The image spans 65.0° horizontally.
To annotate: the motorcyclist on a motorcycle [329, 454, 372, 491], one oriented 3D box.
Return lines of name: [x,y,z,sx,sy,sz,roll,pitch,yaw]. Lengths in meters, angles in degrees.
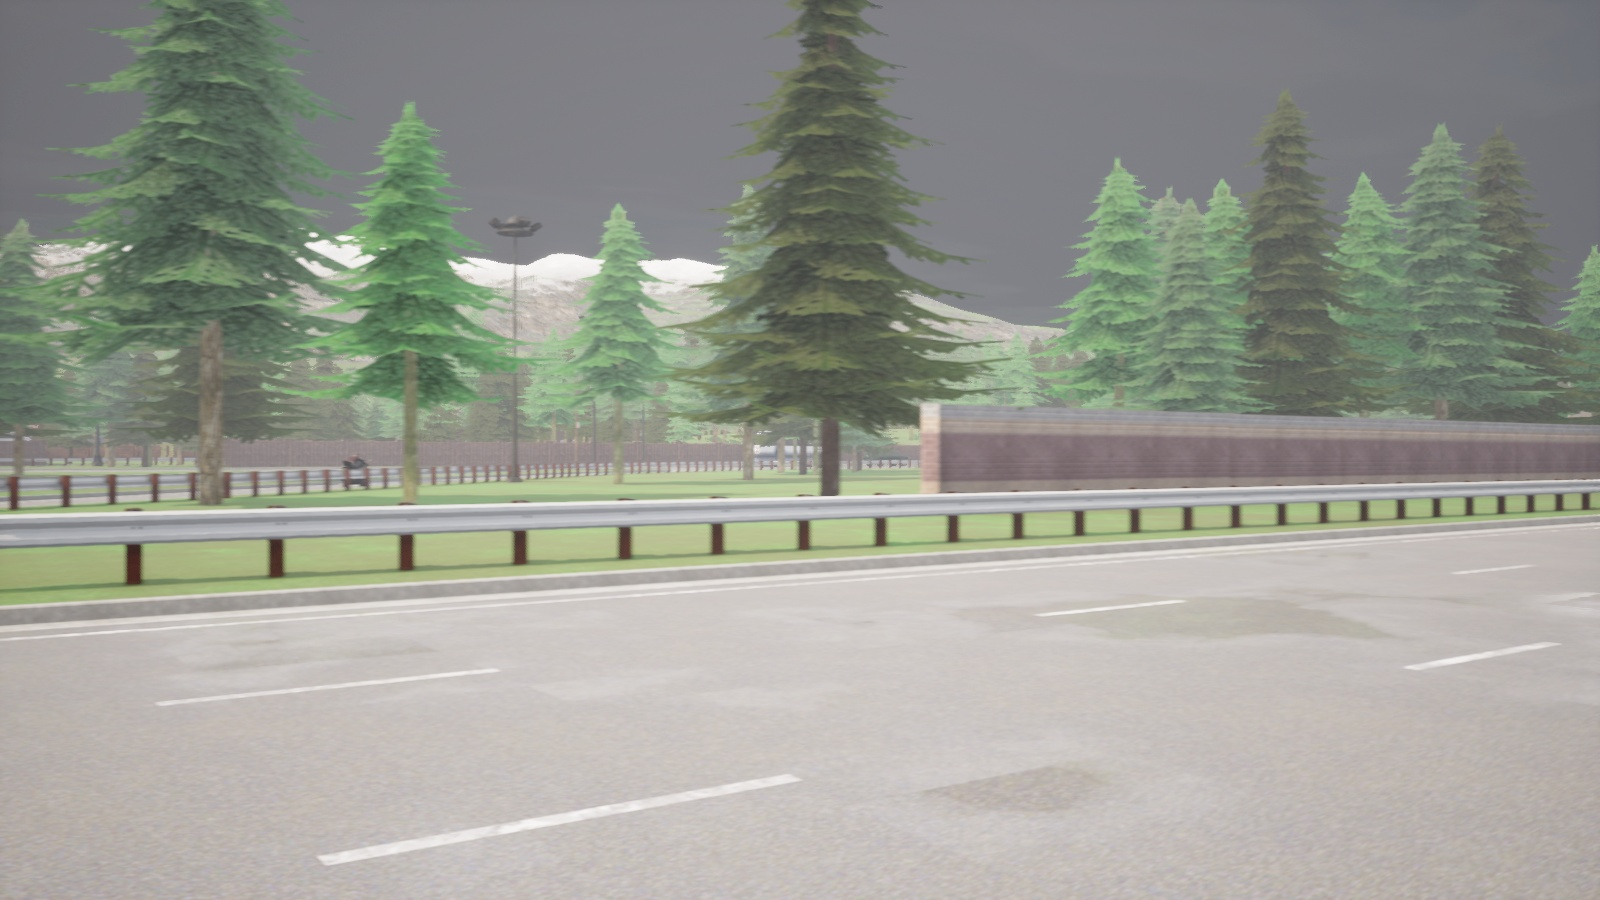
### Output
motorcyclist on a motorcycle: [-19.074,0.955,53.326,0.866,1.530,2.191,0,0,6]
